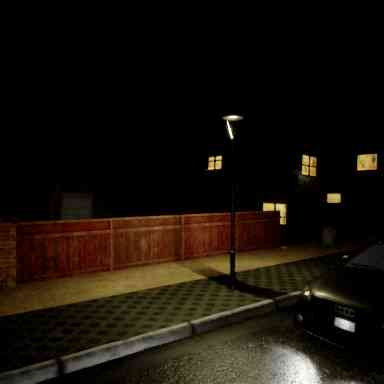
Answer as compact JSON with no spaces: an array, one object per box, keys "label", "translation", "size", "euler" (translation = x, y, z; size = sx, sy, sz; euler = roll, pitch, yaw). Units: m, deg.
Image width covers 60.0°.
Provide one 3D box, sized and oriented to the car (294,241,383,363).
[{"label":"car","translation":[3.636,1.570,5.563],"size":[4.181,1.385,1.994],"euler":[0,0,-36]}]
